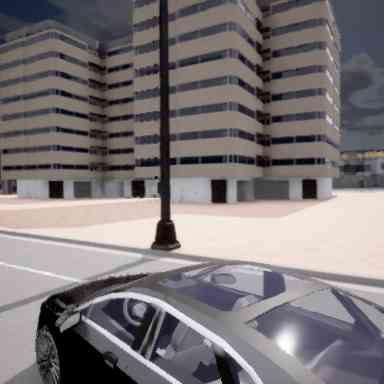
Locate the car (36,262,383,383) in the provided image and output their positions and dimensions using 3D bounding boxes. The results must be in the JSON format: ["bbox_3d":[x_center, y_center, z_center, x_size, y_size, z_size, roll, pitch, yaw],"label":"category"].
[{"bbox_3d":[0.118,1.415,2.906,2.128,1.511,4.902,-2,2,-39],"label":"car"}]
